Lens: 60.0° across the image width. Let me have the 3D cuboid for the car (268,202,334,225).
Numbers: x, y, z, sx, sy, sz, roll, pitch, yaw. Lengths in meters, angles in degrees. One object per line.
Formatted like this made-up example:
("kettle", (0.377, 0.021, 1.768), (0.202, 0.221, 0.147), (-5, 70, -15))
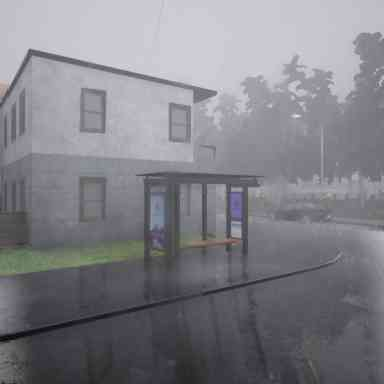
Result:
("car", (7.718, 1.477, 24.173), (1.882, 1.535, 5.008), (0, 0, -34))

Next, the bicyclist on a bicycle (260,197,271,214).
("bicyclist on a bicycle", (7.200, 1.349, 32.448), (1.656, 1.620, 0.582), (0, 0, -35))
